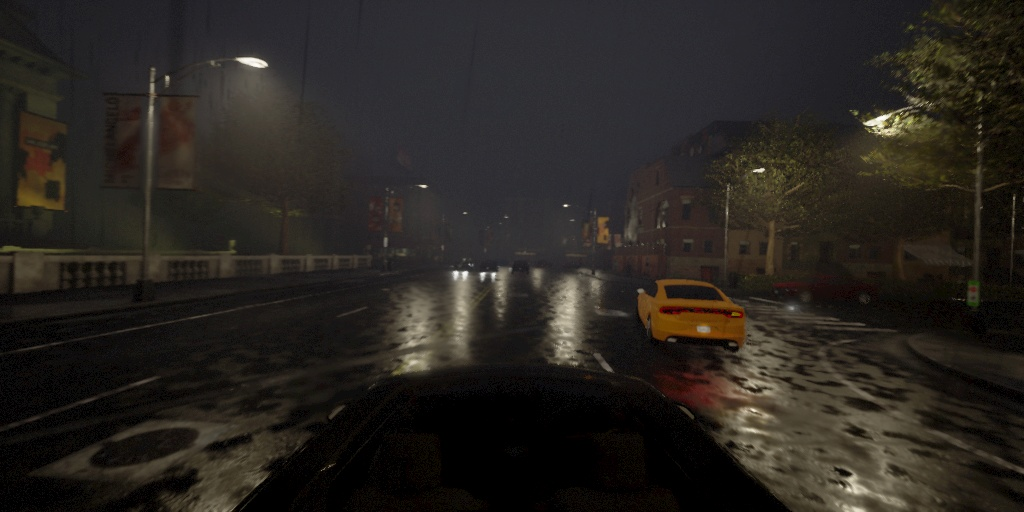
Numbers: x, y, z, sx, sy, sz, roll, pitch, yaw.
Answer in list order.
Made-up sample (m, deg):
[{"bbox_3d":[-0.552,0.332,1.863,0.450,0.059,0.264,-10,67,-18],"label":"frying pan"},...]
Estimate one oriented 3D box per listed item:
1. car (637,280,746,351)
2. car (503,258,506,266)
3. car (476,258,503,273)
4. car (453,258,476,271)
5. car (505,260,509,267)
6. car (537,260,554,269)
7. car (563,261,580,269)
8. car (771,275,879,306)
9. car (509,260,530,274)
[{"bbox_3d":[4.570,1.379,9.785,1.882,1.535,5.008,1,0,14],"label":"car"},{"bbox_3d":[-2.171,1.081,61.172,1.882,1.535,5.008,2,0,21],"label":"car"},{"bbox_3d":[-2.571,1.176,41.544,1.994,1.385,4.181,2,0,3],"label":"car"},{"bbox_3d":[-5.889,0.983,44.237,2.128,1.511,4.902,2,0,5],"label":"car"},{"bbox_3d":[1.145,1.322,60.373,1.895,1.301,4.718,2,0,23],"label":"car"},{"bbox_3d":[5.695,1.386,61.241,1.837,1.490,4.892,2,0,25],"label":"car"},{"bbox_3d":[10.524,1.614,62.944,1.994,1.385,4.181,2,0,29],"label":"car"},{"bbox_3d":[17.216,1.815,19.878,5.008,1.535,1.882,2,0,1],"label":"car"},{"bbox_3d":[1.030,1.217,41.274,1.882,1.535,5.008,2,0,3],"label":"car"}]
